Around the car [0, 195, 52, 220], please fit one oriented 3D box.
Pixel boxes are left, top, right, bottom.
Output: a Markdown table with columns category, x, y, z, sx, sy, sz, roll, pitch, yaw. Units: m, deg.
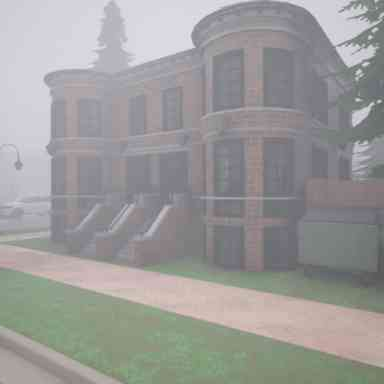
| category | x | y | z | sx | sy | sz | roll | pitch | yaw |
| --- | --- | --- | --- | --- | --- | --- | --- | --- | --- |
| car | -14.354 | 1.294 | 29.734 | 2.150 | 2.045 | 5.566 | 0 | 0 | 35 |
